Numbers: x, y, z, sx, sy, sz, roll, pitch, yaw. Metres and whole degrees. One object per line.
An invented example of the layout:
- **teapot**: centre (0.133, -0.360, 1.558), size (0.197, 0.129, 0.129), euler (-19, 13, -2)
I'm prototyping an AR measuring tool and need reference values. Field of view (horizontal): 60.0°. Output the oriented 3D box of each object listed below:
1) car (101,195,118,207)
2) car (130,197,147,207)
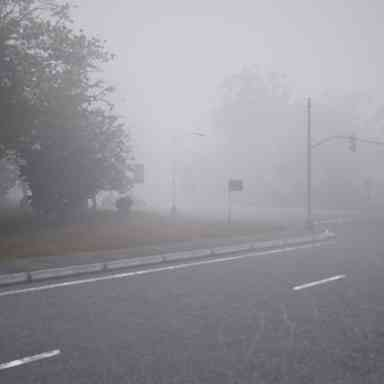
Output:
- **car**: centre (-11.610, 1.311, 49.157), size (2.097, 1.767, 4.553), euler (0, 0, -38)
- **car**: centre (-8.706, 1.446, 51.123), size (2.128, 1.511, 4.902), euler (0, 0, -38)
